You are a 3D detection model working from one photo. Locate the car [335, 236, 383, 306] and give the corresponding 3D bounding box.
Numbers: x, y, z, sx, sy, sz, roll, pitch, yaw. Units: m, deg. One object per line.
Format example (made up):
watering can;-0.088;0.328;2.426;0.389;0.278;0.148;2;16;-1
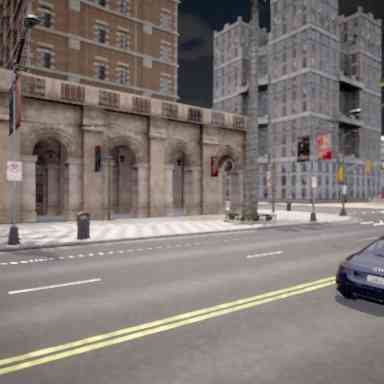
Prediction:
car;5.060;1.614;7.355;4.181;1.385;1.994;0;0;-36
